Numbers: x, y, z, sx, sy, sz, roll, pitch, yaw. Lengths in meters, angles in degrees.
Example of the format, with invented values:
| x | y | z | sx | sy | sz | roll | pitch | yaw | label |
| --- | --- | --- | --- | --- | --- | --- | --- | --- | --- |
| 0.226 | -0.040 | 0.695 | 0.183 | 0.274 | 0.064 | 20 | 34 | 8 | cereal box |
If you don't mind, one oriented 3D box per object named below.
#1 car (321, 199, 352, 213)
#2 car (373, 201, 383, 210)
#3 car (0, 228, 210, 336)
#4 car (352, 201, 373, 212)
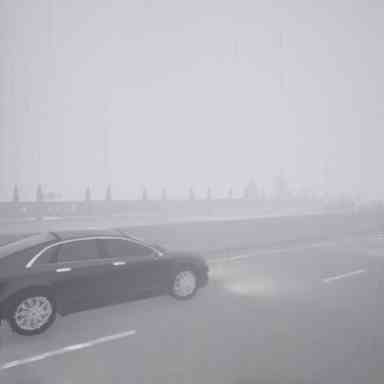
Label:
| x | y | z | sx | sy | sz | roll | pitch | yaw | label |
| --- | --- | --- | --- | --- | --- | --- | --- | --- | --- |
| 16.433 | 1.517 | 37.330 | 5.008 | 1.535 | 1.882 | 0 | 0 | -37 | car |
| 18.977 | 1.539 | 30.520 | 4.892 | 1.490 | 1.837 | 0 | 0 | -37 | car |
| -1.860 | 1.505 | 6.720 | 4.892 | 1.490 | 1.837 | 0 | 0 | -35 | car |
| 19.230 | 1.606 | 35.080 | 4.181 | 1.385 | 1.994 | 0 | 0 | -37 | car |
